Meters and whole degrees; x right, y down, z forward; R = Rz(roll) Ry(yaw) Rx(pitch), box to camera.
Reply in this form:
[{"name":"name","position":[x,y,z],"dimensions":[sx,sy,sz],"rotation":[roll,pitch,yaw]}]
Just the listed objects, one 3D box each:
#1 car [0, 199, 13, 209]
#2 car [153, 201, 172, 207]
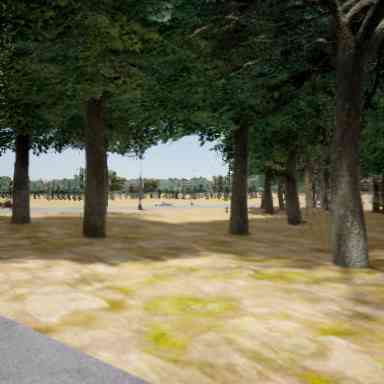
[{"name":"car","position":[-27.523,1.825,50.698],"dimensions":[1.882,1.535,5.008],"rotation":[0,0,37]},{"name":"car","position":[-6.930,2.862,78.322],"dimensions":[1.895,1.301,4.718],"rotation":[0,-1,37]}]
